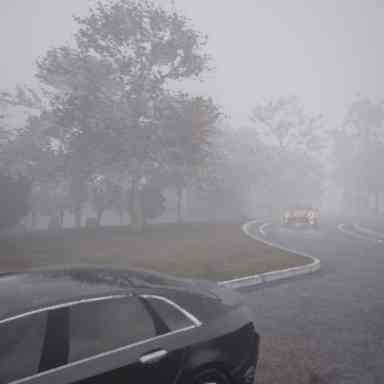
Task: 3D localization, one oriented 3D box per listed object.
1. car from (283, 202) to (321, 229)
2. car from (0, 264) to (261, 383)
[{"bbox_3d":[7.781,1.518,23.397,2.097,1.767,4.553,1,0,26],"label":"car"},{"bbox_3d":[-1.556,1.507,2.797,4.892,1.490,1.837,1,0,-35],"label":"car"}]
